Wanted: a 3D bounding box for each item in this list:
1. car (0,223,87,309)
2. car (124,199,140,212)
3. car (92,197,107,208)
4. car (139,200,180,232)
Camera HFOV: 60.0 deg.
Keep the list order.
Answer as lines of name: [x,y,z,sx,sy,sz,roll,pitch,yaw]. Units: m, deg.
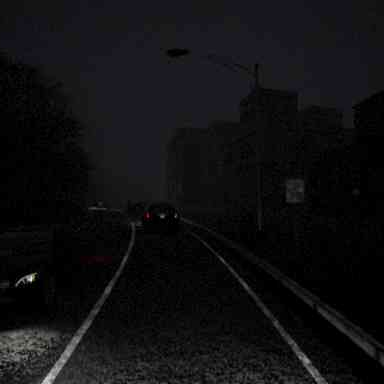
car: [-3.800,1.534,7.966,1.812,1.442,4.674,0,0,-5]
car: [-6.857,1.558,39.411,1.882,1.535,5.008,2,0,-18]
car: [-13.233,1.432,47.665,2.128,1.511,4.902,2,0,-19]
car: [-2.053,1.423,20.954,2.097,1.767,4.553,1,0,-10]
